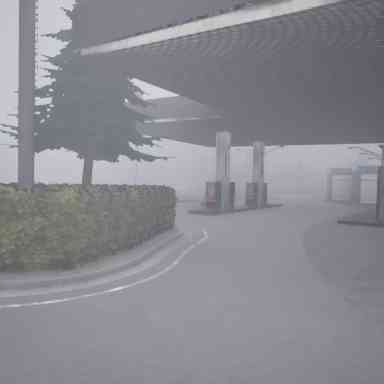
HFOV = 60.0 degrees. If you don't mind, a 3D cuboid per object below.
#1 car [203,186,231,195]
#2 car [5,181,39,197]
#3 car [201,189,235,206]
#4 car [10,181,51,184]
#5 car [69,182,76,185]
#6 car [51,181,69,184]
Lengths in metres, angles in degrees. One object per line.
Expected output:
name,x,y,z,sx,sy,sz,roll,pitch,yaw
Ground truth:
car,4.898,-0.326,65.594,5.027,1.636,2.152,2,2,35
car,-21.753,-0.461,42.422,4.605,1.855,1.932,2,2,35
car,2.649,0.732,34.050,1.812,1.442,4.674,2,2,35
car,-17.221,-0.176,35.204,3.866,1.878,1.905,2,2,35
car,-25.427,-1.281,68.062,4.605,1.855,1.932,2,2,35
car,-26.765,-1.255,65.450,3.866,1.878,1.905,2,2,35
